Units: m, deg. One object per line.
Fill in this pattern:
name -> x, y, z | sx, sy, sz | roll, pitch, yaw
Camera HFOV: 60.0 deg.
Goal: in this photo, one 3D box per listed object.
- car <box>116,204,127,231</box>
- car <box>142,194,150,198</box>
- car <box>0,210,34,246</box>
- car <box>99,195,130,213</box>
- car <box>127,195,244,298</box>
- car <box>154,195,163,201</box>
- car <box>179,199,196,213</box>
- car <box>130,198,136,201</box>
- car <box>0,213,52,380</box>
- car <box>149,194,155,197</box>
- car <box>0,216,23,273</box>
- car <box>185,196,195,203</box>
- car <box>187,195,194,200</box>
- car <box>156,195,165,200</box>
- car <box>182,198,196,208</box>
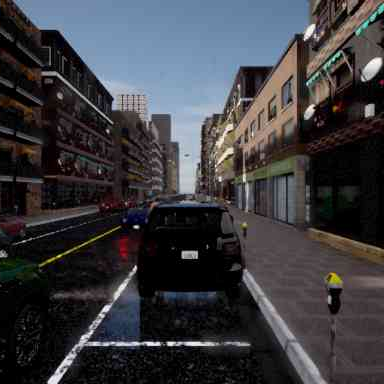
car -> -3.044, 1.601, 20.449 | 1.895, 1.301, 4.718 | 0, 0, 0
car -> -6.146, 1.113, 48.616 | 1.837, 1.490, 4.892 | 0, 0, 0
car -> -8.835, 1.583, 14.612 | 1.802, 1.307, 4.206 | 0, 0, 0
car -> -8.833, 1.314, 37.157 | 2.192, 1.841, 5.009 | 0, 0, 0
car -> -0.038, 1.229, 8.679 | 2.150, 2.045, 5.566 | 0, 0, 0
car -> -8.834, 1.541, 87.882 | 2.008, 1.369, 4.403 | 0, 0, 0
car -> -0.454, 1.525, 37.323 | 1.752, 1.417, 4.829 | 0, 0, 0
car -> -8.834, 1.439, 42.793 | 1.967, 1.590, 4.097 | 0, 0, 0
car -> -3.048, 1.223, 2.347 | 2.150, 2.045, 5.566 | 0, 0, 0
car -> -3.147, 1.352, 36.264 | 2.097, 1.767, 4.553 | 0, 0, 0
car -> -6.246, 1.505, 8.013 | 1.837, 1.490, 4.892 | 0, 0, 0
car -> -0.453, 1.545, 70.970 | 2.008, 1.369, 4.403 | 0, 0, 0
car -> -0.452, 1.513, 93.685 | 1.752, 1.417, 4.829 | 0, 0, 0
car -> -8.834, 1.539, 93.519 | 2.008, 1.369, 4.403 | 0, 0, 0
car -> -0.454, 1.543, 48.426 | 1.887, 1.381, 4.507 | 0, 0, 0
